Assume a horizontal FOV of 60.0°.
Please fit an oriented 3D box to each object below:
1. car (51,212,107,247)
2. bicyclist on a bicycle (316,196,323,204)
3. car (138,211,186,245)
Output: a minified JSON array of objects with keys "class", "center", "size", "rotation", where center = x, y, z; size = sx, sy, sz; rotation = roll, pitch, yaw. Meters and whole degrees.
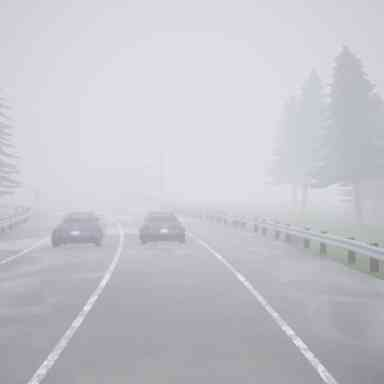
[{"class":"car","center":[-4.952,1.571,15.019],"size":[1.994,1.385,4.181],"rotation":[0,0,-11]},{"class":"bicyclist on a bicycle","center":[23.989,1.486,62.596],"size":[0.582,1.620,1.656],"rotation":[0,3,-30]},{"class":"car","center":[-1.514,1.571,15.674],"size":[1.994,1.385,4.181],"rotation":[0,0,-11]}]
